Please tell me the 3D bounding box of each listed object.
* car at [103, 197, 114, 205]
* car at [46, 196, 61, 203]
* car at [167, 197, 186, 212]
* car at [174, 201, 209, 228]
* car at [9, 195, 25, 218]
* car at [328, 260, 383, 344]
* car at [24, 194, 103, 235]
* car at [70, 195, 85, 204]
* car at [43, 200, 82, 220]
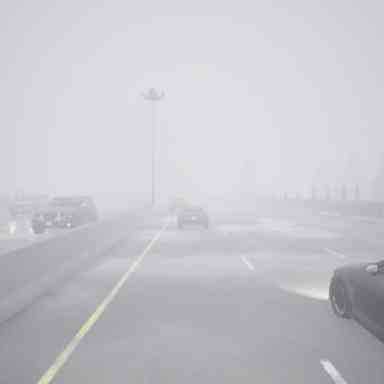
[{"bbox_3d":[-15.398,1.647,60.057,2.033,1.411,5.357,0,0,-23],"label":"car"},{"bbox_3d":[-29.415,1.556,70.555,2.033,1.411,5.357,0,0,-33],"label":"car"},{"bbox_3d":[-1.708,1.369,39.689,2.097,1.767,4.553,0,0,-10],"label":"car"},{"bbox_3d":[0.038,1.558,22.312,1.994,1.385,4.181,0,0,-1],"label":"car"},{"bbox_3d":[-14.643,1.230,30.539,2.150,2.045,5.566,0,0,-6],"label":"car"},{"bbox_3d":[3.602,1.560,4.696,1.994,1.385,4.181,0,0,0],"label":"car"},{"bbox_3d":[-7.128,1.215,19.273,2.150,2.045,5.566,0,0,-1],"label":"car"},{"bbox_3d":[-23.290,1.455,67.549,2.097,1.767,4.553,0,0,-30],"label":"car"},{"bbox_3d":[-11.022,1.509,28.732,1.837,1.490,4.892,0,0,-5],"label":"car"}]
